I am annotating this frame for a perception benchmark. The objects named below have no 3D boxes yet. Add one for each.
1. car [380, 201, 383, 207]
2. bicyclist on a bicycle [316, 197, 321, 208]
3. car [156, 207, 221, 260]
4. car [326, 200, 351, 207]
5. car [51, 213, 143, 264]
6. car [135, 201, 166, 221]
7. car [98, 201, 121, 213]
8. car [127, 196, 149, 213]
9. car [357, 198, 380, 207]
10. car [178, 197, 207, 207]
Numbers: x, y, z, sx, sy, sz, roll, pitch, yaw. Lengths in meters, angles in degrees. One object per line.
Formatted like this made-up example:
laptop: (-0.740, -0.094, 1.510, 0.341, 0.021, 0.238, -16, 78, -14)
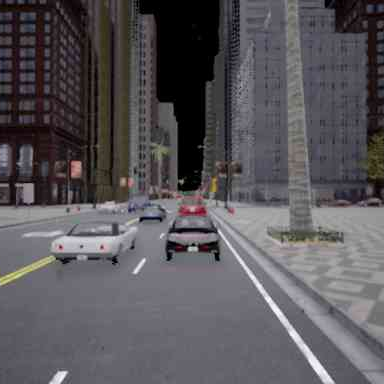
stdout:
car: (32.248, 1.858, 51.681, 4.313, 1.339, 1.947, 0, -1, -1)
bicyclist on a bicycle: (18.412, 1.576, 48.513, 0.582, 1.620, 1.656, 0, -1, -1)
car: (0.052, 1.557, 12.639, 2.128, 1.511, 4.902, 0, 0, 0)
car: (26.486, 2.055, 60.118, 4.206, 1.307, 1.802, 0, -1, -1)
car: (-3.205, 1.662, 12.011, 1.895, 1.301, 4.718, 0, 0, 1)
car: (-3.191, 1.743, 27.907, 1.994, 1.385, 4.181, 0, 0, 1)
car: (-9.787, 1.824, 39.612, 1.812, 1.442, 4.674, 0, -1, 1)
car: (-6.518, 1.543, 41.500, 2.150, 2.045, 5.566, 0, -1, 1)
car: (32.124, 1.897, 60.206, 4.097, 1.590, 1.967, 0, -1, -1)
car: (0.045, 1.389, 26.520, 2.150, 2.045, 5.566, 0, 0, 1)
